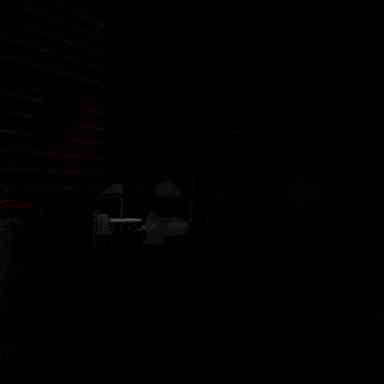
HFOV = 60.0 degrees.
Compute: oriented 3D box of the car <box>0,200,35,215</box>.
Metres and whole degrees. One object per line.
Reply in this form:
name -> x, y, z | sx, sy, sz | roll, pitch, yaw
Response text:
car -> -18.129, 1.533, 32.575 | 1.882, 1.535, 5.008 | 0, 0, 40
